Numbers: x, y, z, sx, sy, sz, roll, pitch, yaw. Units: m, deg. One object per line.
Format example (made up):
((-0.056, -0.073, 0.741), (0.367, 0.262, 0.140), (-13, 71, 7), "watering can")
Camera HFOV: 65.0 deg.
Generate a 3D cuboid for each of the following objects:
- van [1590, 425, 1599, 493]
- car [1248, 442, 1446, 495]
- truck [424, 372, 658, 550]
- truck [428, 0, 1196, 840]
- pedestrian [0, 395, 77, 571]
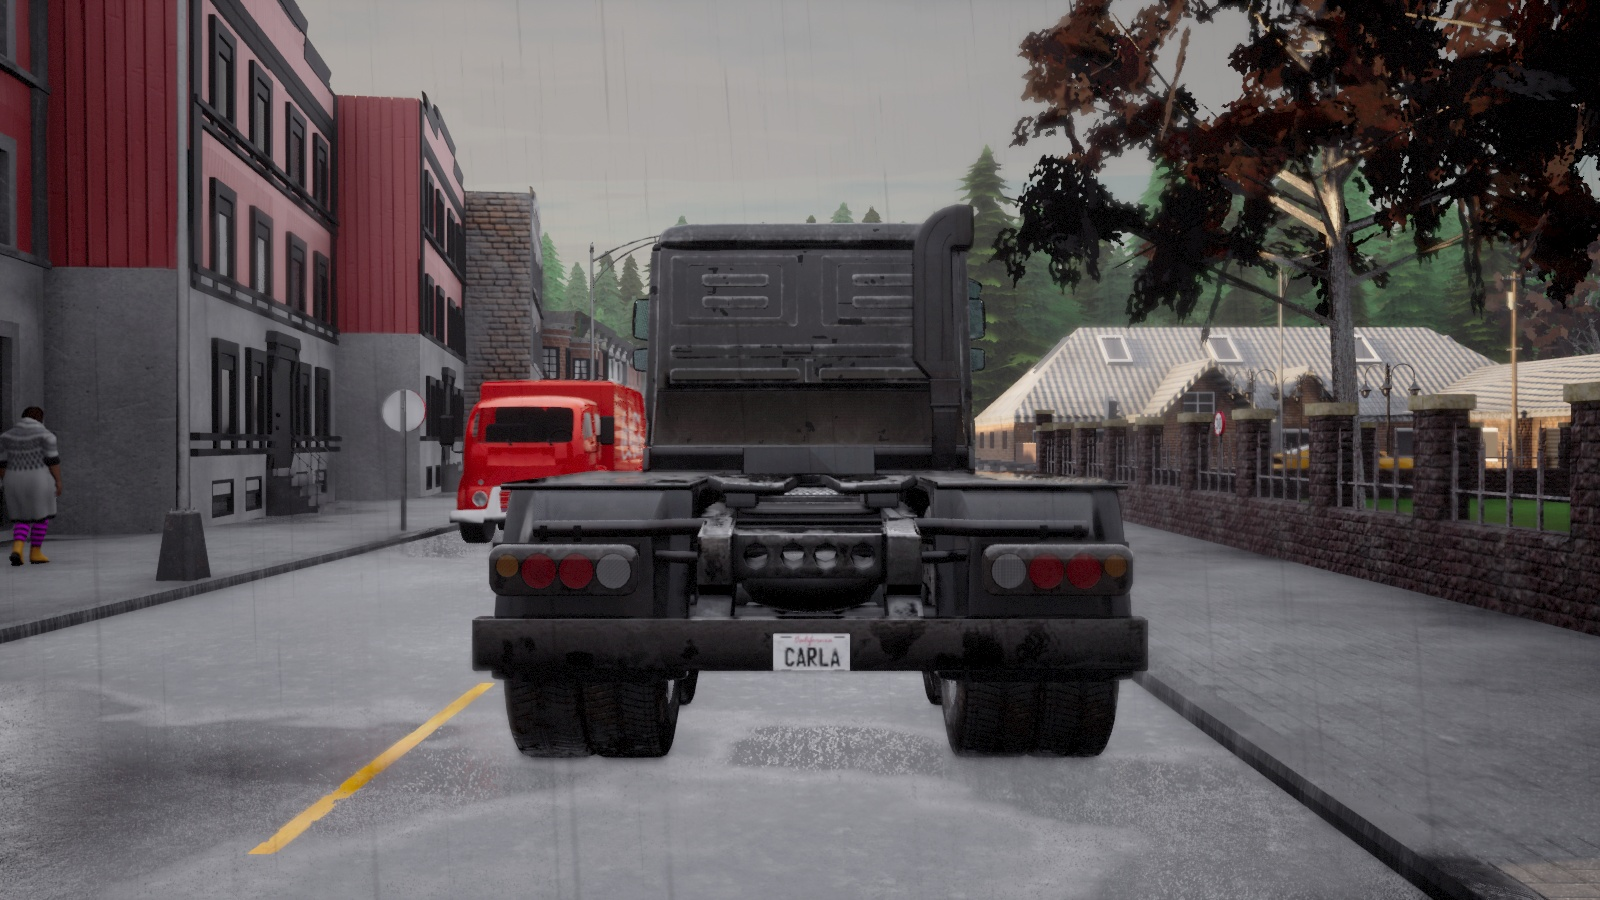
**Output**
((26.112, 0.282, 36.942), (4.480, 2.038, 2.069), (0, 0, -1), "van")
((16.047, 0.528, 36.972), (5.008, 1.535, 1.882), (0, 0, -1), "car")
((-3.884, 0.143, 20.038), (2.627, 2.467, 5.204), (0, 0, 0), "truck")
((0.065, -0.284, 8.702), (2.891, 3.462, 7.936), (0, 0, 0), "truck")
((-8.836, 0.368, 14.371), (0.659, 1.952, 0.873), (0, 0, -4), "pedestrian")
